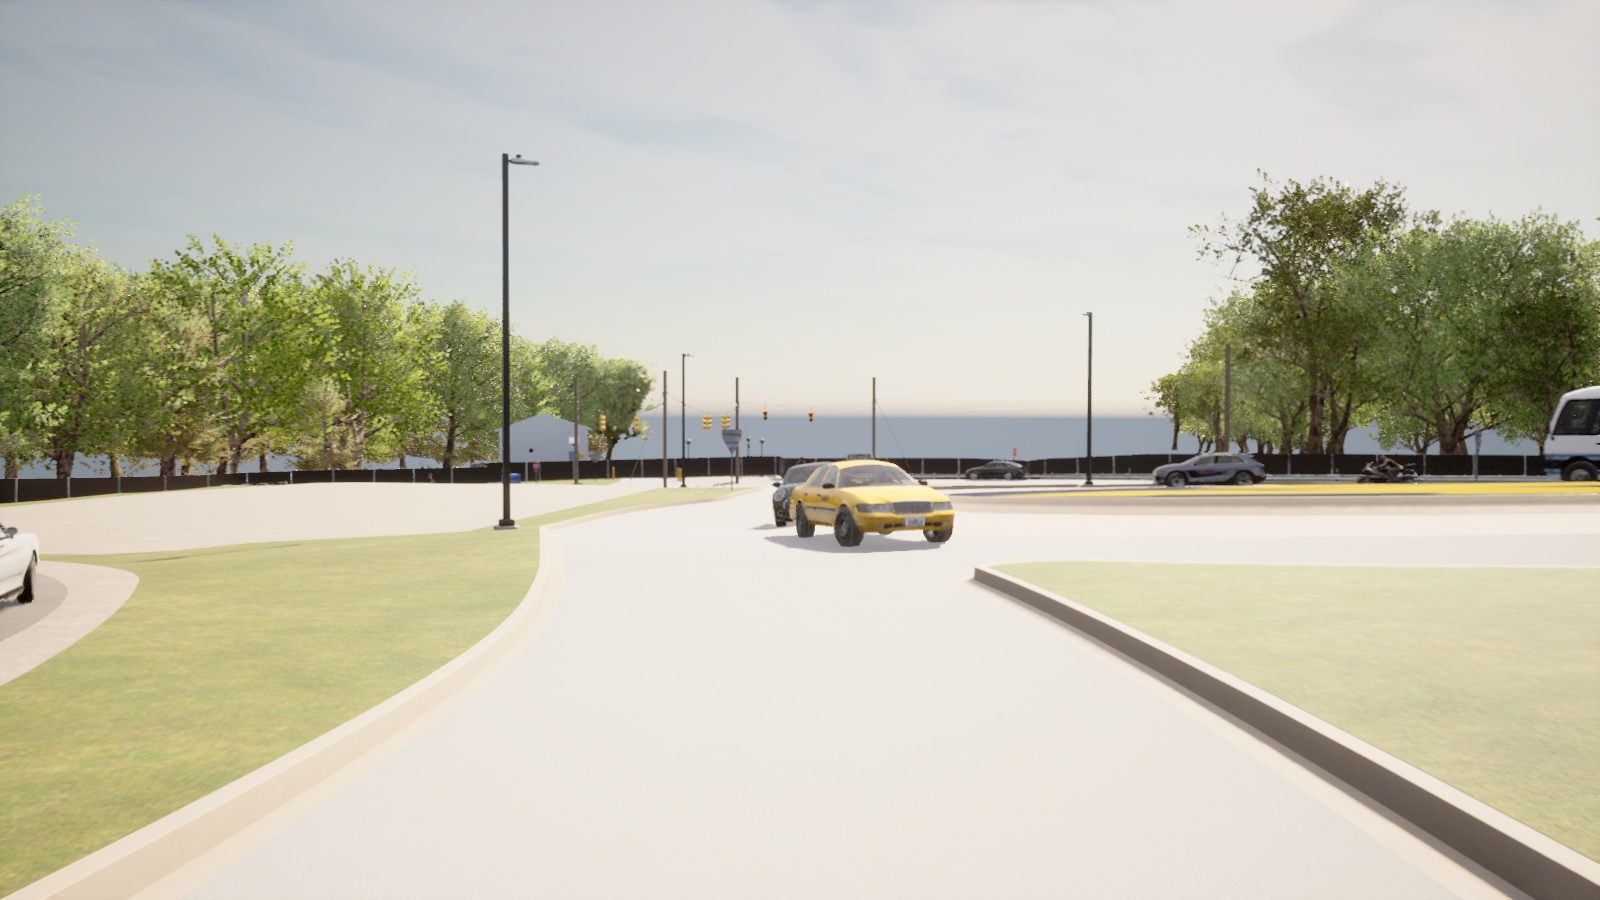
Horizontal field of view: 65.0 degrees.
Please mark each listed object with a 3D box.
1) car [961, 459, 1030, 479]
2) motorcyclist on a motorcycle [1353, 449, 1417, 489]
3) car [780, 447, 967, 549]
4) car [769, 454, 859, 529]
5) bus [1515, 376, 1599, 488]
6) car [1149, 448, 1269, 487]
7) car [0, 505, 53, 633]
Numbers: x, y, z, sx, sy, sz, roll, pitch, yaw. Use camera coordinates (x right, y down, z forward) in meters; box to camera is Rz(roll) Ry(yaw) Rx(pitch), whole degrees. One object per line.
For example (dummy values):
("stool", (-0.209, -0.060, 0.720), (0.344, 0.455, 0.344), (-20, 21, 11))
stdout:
("car", (15.167, 1.478, 97.468), (4.892, 1.490, 1.837), (-1, 1, 32))
("motorcyclist on a motorcycle", (23.313, 0.787, 50.068), (2.191, 1.530, 0.866), (-2, -3, 33))
("car", (1.161, 0.816, 22.866), (1.801, 1.575, 5.366), (-2, -1, -15))
("car", (0.479, 1.149, 36.076), (2.097, 1.767, 4.553), (-8, -1, 4))
("bus", (33.116, -0.722, 47.037), (3.944, 4.253, 10.273), (-1, 0, -35))
("car", (18.359, 0.772, 56.600), (4.856, 1.649, 2.033), (-1, 1, 9))
("car", (-10.021, 1.380, 14.366), (1.895, 1.301, 4.718), (-3, 0, -24))
